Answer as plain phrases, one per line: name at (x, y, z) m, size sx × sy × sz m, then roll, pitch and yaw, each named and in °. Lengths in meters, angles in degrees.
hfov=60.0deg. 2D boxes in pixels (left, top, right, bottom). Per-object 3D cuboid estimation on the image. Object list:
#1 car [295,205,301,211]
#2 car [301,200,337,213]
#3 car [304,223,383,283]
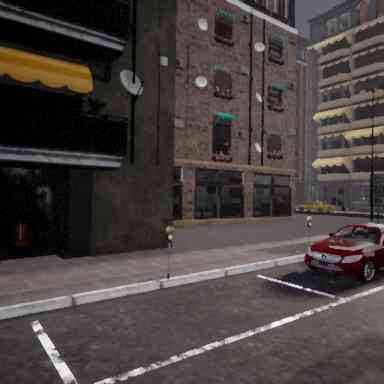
car at (8.636, 1.327, 35.569) m, size 2.192 × 1.841 × 5.009 m, roll 1°, pitch -1°, yaw -35°
car at (14.958, 1.707, 40.267) m, size 1.752 × 1.417 × 4.829 m, roll 1°, pitch -1°, yaw -35°
car at (5.060, 1.587, 9.690) m, size 4.206 × 1.307 × 1.802 m, roll 0°, pitch 1°, yaw -35°
